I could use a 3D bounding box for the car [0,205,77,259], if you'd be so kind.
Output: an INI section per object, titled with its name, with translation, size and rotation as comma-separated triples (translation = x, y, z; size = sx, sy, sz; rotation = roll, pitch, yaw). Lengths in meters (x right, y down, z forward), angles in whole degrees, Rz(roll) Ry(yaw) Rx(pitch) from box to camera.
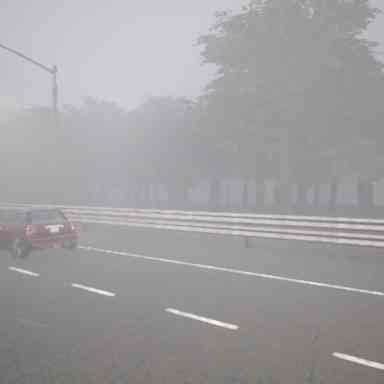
[car]
translation = -6.517, 1.349, 12.821
size = 4.553, 1.767, 2.097
rotation = 0, 0, 36
